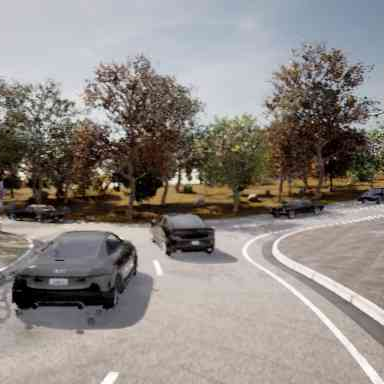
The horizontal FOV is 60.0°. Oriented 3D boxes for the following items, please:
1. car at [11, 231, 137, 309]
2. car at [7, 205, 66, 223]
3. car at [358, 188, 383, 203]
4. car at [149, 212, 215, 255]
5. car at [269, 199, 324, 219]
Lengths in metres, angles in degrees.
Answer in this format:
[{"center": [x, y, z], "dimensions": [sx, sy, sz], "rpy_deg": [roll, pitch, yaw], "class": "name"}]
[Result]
[{"center": [-2.502, 1.626, 8.037], "dimensions": [1.994, 1.385, 4.181], "rpy_deg": [1, -1, -2], "class": "car"}, {"center": [-12.608, 1.695, 26.842], "dimensions": [4.718, 1.301, 1.895], "rpy_deg": [1, 0, 23], "class": "car"}, {"center": [19.069, 0.282, 33.903], "dimensions": [5.357, 1.411, 2.033], "rpy_deg": [-6, 3, -35], "class": "car"}, {"center": [-0.579, 1.602, 14.239], "dimensions": [1.882, 1.535, 5.008], "rpy_deg": [0, 2, -16], "class": "car"}, {"center": [8.594, 1.314, 27.348], "dimensions": [4.718, 1.301, 1.895], "rpy_deg": [-5, 2, -30], "class": "car"}]
